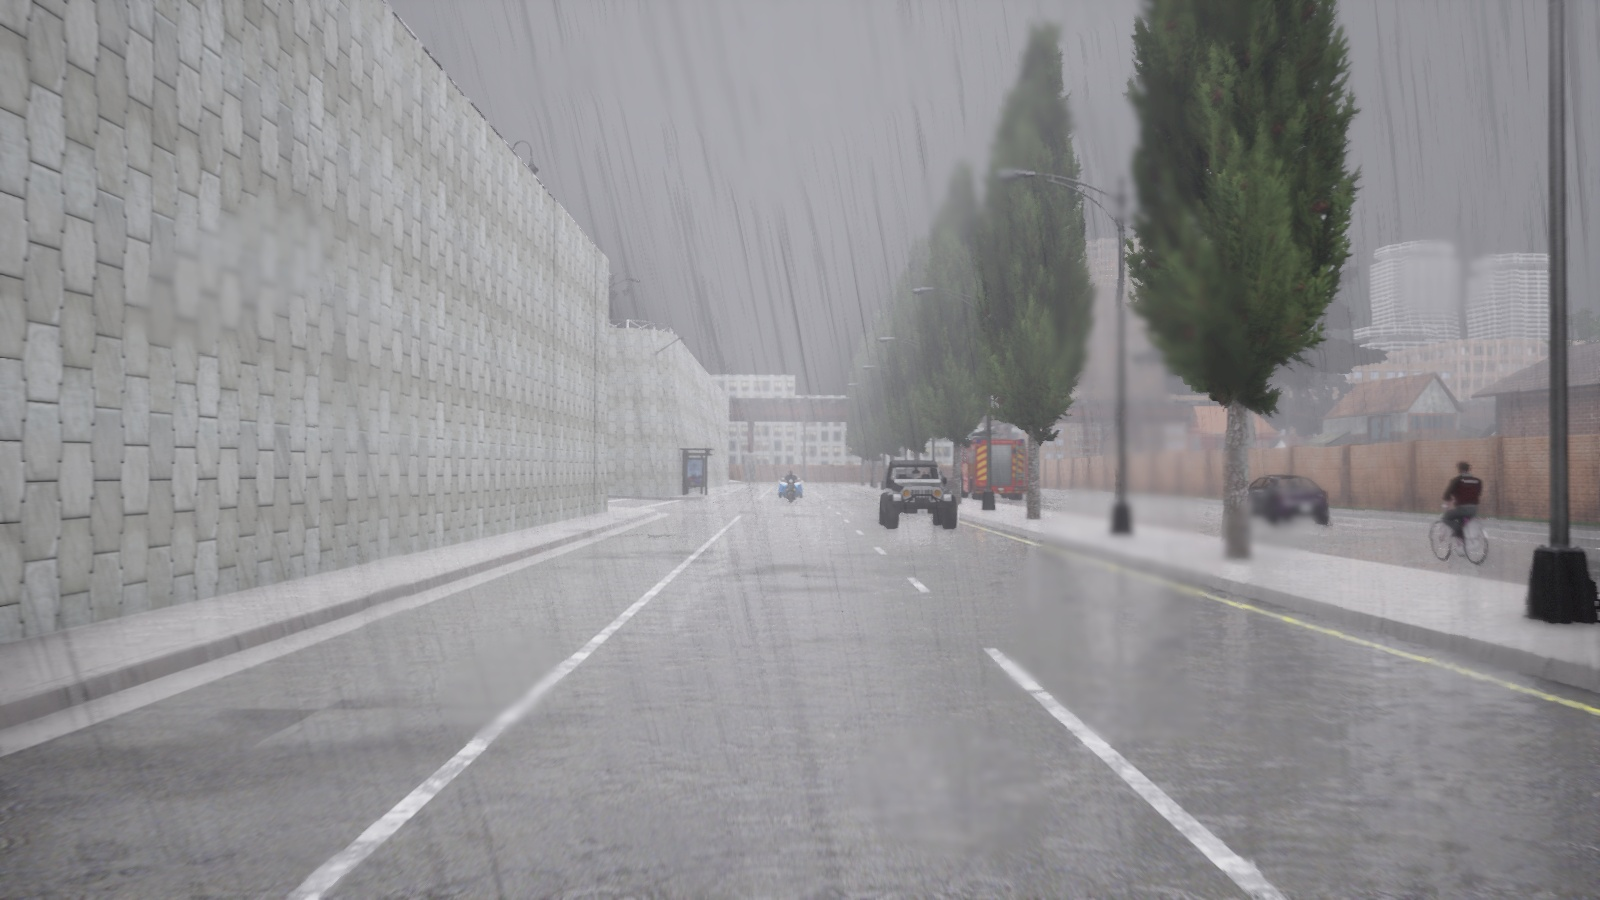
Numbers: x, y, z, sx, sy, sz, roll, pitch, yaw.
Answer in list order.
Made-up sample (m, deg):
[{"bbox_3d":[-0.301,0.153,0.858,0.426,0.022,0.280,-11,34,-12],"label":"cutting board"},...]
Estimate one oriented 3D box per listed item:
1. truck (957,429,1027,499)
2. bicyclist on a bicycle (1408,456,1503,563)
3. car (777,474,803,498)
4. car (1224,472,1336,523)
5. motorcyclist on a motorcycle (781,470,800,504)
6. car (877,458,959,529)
[{"bbox_3d":[11.035,0.826,73.022,2.891,3.827,8.468,-1,-1,1],"label":"truck"},{"bbox_3d":[11.339,1.002,21.781,0.659,1.776,1.843,0,-1,0],"label":"bicyclist on a bicycle"},{"bbox_3d":[-0.552,2.085,72.496,1.481,1.376,2.207,0,-1,0],"label":"car"},{"bbox_3d":[14.712,1.415,38.774,1.816,1.474,4.193,0,-1,0],"label":"car"},{"bbox_3d":[-0.449,1.766,60.289,0.866,1.590,1.817,0,-1,0],"label":"motorcyclist on a motorcycle"},{"bbox_3d":[3.239,1.184,35.090,1.905,1.878,3.866,0,-1,0],"label":"car"}]
